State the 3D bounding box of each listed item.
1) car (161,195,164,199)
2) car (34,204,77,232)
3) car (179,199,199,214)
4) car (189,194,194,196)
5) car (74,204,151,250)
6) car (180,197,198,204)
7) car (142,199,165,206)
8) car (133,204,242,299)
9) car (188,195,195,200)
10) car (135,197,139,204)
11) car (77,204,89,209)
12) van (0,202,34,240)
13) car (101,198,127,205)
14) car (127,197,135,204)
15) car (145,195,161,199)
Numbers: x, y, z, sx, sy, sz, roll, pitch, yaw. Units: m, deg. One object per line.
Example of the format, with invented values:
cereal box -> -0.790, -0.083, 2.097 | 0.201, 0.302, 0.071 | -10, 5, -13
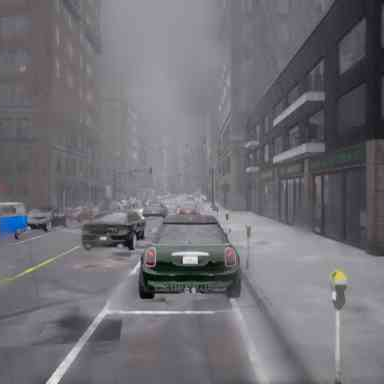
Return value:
car -> -8.782, 1.642, 84.589 | 1.802, 1.307, 4.206 | 0, 0, 0
car -> -8.815, 1.567, 19.979 | 1.947, 1.339, 4.313 | 0, 0, 0
car -> -0.290, 1.557, 36.484 | 2.008, 1.369, 4.403 | 0, 0, 0
car -> -0.257, 1.501, 84.576 | 1.967, 1.590, 4.097 | 0, 0, 0
car -> -3.145, 1.486, 14.259 | 1.882, 1.535, 5.008 | 0, 0, 0
car -> -0.290, 1.443, 25.481 | 1.967, 1.590, 4.097 | 0, 0, 0
car -> -3.145, 1.577, 29.259 | 1.994, 1.385, 4.181 | 0, 0, 0
car -> -0.033, 1.352, 8.620 | 2.097, 1.767, 4.553 | 0, 0, 0
car -> -0.237, 1.635, 95.394 | 2.008, 1.369, 4.403 | 0, 0, 0
car -> -8.816, 1.451, 47.486 | 1.967, 1.590, 4.097 | 0, 0, 0
car -> -8.815, 1.585, 25.481 | 1.802, 1.307, 4.206 | 0, 0, 0
van -> -8.815, 1.341, 14.478 | 1.690, 1.788, 3.998 | 0, 0, 0
car -> -8.815, 1.572, 36.483 | 1.947, 1.339, 4.313 | 0, 0, 0
car -> -8.815, 1.591, 41.985 | 1.802, 1.307, 4.206 | 0, 0, 0
car -> -6.145, 1.533, 48.260 | 2.128, 1.511, 4.902 | 0, 0, 0
